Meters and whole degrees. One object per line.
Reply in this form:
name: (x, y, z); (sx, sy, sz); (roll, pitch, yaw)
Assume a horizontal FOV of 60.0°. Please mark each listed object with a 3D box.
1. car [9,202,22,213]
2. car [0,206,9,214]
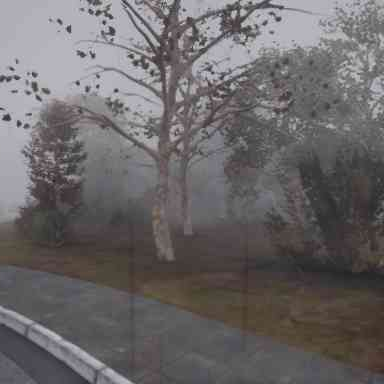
car: (-32.172, 2.914, 61.786); (2.150, 2.045, 5.566); (0, -2, -8)
car: (-30.697, 2.751, 51.270); (2.128, 1.511, 4.902); (0, -2, -8)
